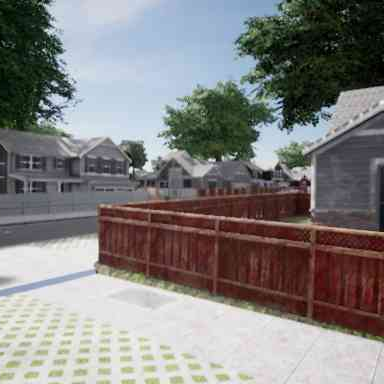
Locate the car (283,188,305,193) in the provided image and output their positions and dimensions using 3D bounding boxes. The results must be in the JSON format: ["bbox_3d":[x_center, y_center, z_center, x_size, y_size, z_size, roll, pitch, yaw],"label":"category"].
[{"bbox_3d":[13.836,0.539,43.200,1.837,1.490,4.892,1,2,35],"label":"car"}]

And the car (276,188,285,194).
[{"bbox_3d":[13.381,0.278,47.338,2.097,1.767,4.553,1,2,35],"label":"car"}]
